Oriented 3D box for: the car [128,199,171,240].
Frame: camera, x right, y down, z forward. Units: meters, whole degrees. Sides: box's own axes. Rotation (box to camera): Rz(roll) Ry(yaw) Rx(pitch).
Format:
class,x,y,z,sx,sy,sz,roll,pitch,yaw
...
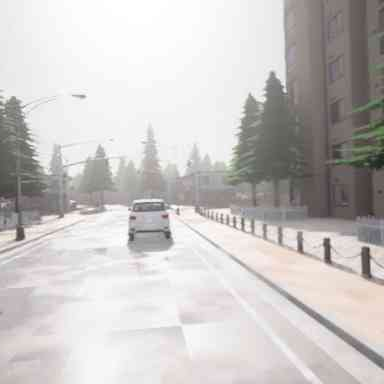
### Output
class,x,y,z,sx,sy,sz,roll,pitch,yaw
car,-2.432,1.441,18.828,2.150,2.045,5.566,-2,-1,-8
